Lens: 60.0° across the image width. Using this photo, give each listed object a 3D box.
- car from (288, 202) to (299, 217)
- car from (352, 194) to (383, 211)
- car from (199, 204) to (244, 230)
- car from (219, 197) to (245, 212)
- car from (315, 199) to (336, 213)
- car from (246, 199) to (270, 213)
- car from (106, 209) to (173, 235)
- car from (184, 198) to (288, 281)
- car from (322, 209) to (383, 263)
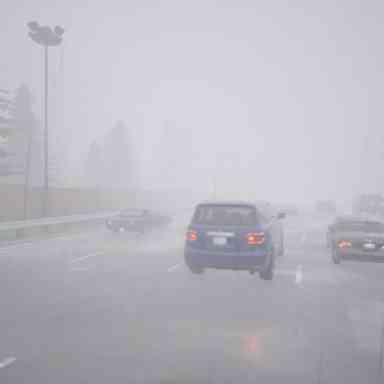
[{"bbox_3d":[8.832,1.588,30.648,1.895,1.301,4.718,0,0,20],"label":"car"},{"bbox_3d":[16.394,1.209,31.011,2.150,2.045,5.566,0,0,20],"label":"car"},{"bbox_3d":[2.046,1.556,21.983,1.994,1.385,4.181,0,0,20],"label":"car"},{"bbox_3d":[4.936,1.463,40.074,1.882,1.535,5.008,0,0,21],"label":"car"},{"bbox_3d":[14.677,1.462,36.635,1.882,1.535,5.008,0,0,20],"label":"car"},{"bbox_3d":[7.380,1.549,37.009,1.994,1.385,4.181,0,0,20],"label":"car"},{"bbox_3d":[-2.781,1.595,18.855,1.895,1.301,4.718,0,0,20],"label":"car"},{"bbox_3d":[1.558,1.218,10.221,2.150,2.045,5.566,0,0,20],"label":"car"},{"bbox_3d":[5.772,1.543,11.588,2.033,1.411,5.357,0,0,20],"label":"car"}]
